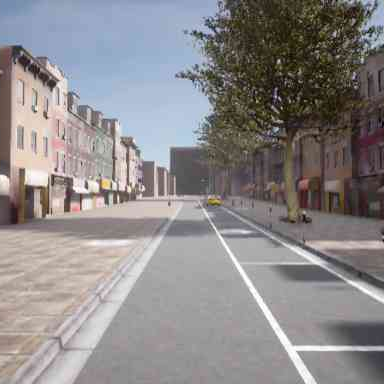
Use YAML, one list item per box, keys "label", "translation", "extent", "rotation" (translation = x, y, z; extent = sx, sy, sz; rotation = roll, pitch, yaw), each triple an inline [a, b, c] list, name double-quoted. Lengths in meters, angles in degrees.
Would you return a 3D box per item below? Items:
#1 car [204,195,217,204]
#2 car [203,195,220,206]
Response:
- label: "car"
  translation: [3.021, 1.214, 55.584]
  extent: [1.837, 1.490, 4.892]
  rotation: [0, 0, 0]
- label: "car"
  translation: [3.015, 1.240, 48.579]
  extent: [1.882, 1.535, 5.008]
  rotation: [0, 0, 0]
